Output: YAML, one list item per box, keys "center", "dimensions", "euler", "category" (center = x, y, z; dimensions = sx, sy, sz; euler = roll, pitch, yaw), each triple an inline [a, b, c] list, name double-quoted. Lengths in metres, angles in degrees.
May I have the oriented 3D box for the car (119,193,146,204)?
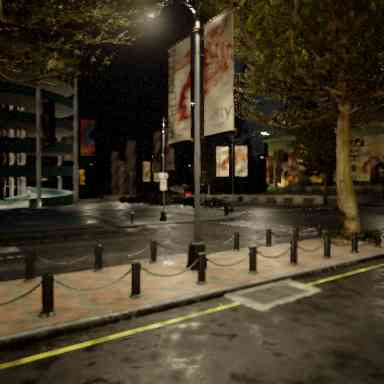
- center: [-11.813, 1.497, 63.680]
  dimensions: [5.357, 1.411, 2.033]
  euler: [0, 0, 43]
  category: "car"

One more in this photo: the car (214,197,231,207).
- center: [3.499, 1.488, 49.820]
  dimensions: [2.033, 1.411, 5.357]
  euler: [0, 0, -35]
  category: "car"

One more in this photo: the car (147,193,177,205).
- center: [-5.001, 1.299, 55.581]
  dimensions: [2.097, 1.767, 4.553]
  euler: [0, 0, -37]
  category: "car"

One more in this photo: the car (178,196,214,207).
- center: [0.441, 1.425, 48.069]
  dimensions: [1.882, 1.535, 5.008]
  euler: [0, 0, -35]
  category: "car"

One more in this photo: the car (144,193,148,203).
- center: [-8.798, 1.164, 65.839]
  dimensions: [5.566, 2.045, 2.150]
  euler: [0, 0, 45]
  category: "car"
